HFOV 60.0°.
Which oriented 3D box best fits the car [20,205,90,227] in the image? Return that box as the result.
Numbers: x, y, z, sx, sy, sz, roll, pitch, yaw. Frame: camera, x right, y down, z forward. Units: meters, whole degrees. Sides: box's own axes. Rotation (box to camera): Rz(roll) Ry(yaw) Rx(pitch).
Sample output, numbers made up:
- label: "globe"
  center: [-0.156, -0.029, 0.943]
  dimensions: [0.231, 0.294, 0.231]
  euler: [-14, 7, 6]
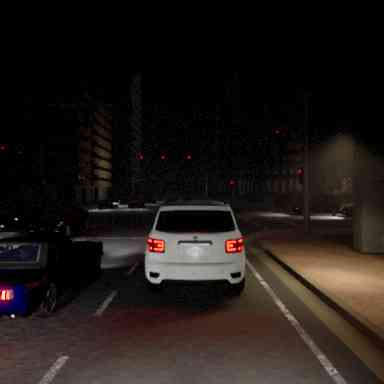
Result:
- label: "car"
  center: [-7.131, 1.484, 18.277]
  dimensions: [1.882, 1.535, 5.008]
  euler: [0, 0, -1]

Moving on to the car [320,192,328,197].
- label: "car"
  center: [30.148, 1.184, 79.707]
  dimensions: [1.932, 1.855, 4.605]
  euler: [0, 0, 0]

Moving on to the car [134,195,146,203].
- label: "car"
  center: [-11.433, 1.505, 73.329]
  dimensions: [1.882, 1.535, 5.008]
  euler: [0, 0, 0]

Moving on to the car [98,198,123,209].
- label: "car"
  center: [-11.407, 1.565, 45.705]
  dimensions: [2.033, 1.411, 5.357]
  euler: [0, 0, 0]

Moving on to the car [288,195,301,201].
- label: "car"
  center: [24.570, 1.426, 79.652]
  dimensions: [1.970, 1.475, 3.806]
  euler: [0, 0, 0]

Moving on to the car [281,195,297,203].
- label: "car"
  center: [18.817, 1.420, 64.544]
  dimensions: [1.970, 1.475, 3.806]
  euler: [0, 0, 0]

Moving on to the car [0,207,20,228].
- label: "car"
  center: [-10.657, 1.609, 20.855]
  dimensions: [1.895, 1.301, 4.718]
  euler: [0, 0, -1]

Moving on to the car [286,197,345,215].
- label: "car"
  center: [12.294, 1.517, 32.896]
  dimensions: [4.892, 1.490, 1.837]
  euler: [0, 0, 0]

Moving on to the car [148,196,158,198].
- label: "car"
  center: [-7.942, 1.530, 62.863]
  dimensions: [1.837, 1.490, 4.892]
  euler: [0, 0, 0]

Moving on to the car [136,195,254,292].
- label: "car"
  center: [0.093, 1.225, 9.100]
  dimensions: [2.150, 2.045, 5.566]
  euler: [0, 0, 1]

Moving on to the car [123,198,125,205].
- label: "car"
  center: [-11.443, 1.623, 58.091]
  dimensions: [1.895, 1.301, 4.718]
  euler: [0, 0, 0]

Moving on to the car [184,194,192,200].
- label: "car"
  center: [-0.990, 1.336, 85.826]
  dimensions: [1.882, 1.535, 5.008]
  euler: [0, 0, 0]

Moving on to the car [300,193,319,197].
- label: "car"
  center: [16.130, 1.174, 47.074]
  dimensions: [1.905, 1.878, 3.866]
  euler: [0, 0, 0]

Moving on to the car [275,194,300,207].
- label: "car"
  center: [13.236, 1.171, 47.125]
  dimensions: [1.932, 1.855, 4.605]
  euler: [0, 0, 0]

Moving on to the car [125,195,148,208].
- label: "car"
  center: [-7.912, 1.496, 47.805]
  dimensions: [1.882, 1.535, 5.008]
  euler: [0, 0, 0]

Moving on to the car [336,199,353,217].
- label: "car"
  center: [15.449, 1.575, 29.361]
  dimensions: [4.181, 1.385, 1.994]
  euler: [0, 0, 1]

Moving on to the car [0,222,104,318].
- label: "car"
  center: [-3.420, 1.604, 7.348]
  dimensions: [1.895, 1.301, 4.718]
  euler: [0, 0, 1]

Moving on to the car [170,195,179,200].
- label: "car"
  center: [-4.490, 1.411, 85.809]
  dimensions: [1.994, 1.385, 4.181]
  euler: [0, 0, 0]

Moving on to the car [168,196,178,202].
- label: "car"
  center: [-4.453, 1.580, 77.656]
  dimensions: [1.994, 1.385, 4.181]
  euler: [0, 0, 0]

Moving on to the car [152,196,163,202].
- label: "car"
  center: [-7.955, 1.560, 77.974]
  dimensions: [2.033, 1.411, 5.357]
  euler: [0, 0, 0]
